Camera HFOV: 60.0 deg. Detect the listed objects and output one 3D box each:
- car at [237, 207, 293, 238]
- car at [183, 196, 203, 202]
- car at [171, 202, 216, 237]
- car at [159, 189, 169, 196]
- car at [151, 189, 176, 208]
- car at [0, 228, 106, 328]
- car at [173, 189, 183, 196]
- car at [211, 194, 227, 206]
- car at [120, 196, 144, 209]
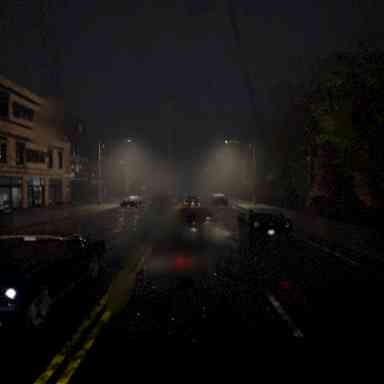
[{"bbox_3d":[3.350,1.390,16.272,1.895,1.301,4.718,0,1,0],"label":"car"},{"bbox_3d":[0.089,1.111,33.618,2.033,1.411,5.357,0,1,0],"label":"car"},{"bbox_3d":[0.100,1.384,16.698,1.895,1.301,4.718,0,1,0],"label":"car"},{"bbox_3d":[-6.505,0.116,77.935,1.812,1.442,4.674,0,1,0],"label":"car"},{"bbox_3d":[-3.330,0.731,37.877,2.150,2.045,5.566,0,0,0],"label":"car"},{"bbox_3d":[-3.308,1.510,6.927,1.895,1.301,4.718,0,1,0],"label":"car"},{"bbox_3d":[-3.255,0.126,78.353,2.033,1.411,5.357,0,1,0],"label":"car"},{"bbox_3d":[3.347,0.948,41.879,2.128,1.511,4.902,0,1,0],"label":"car"},{"bbox_3d":[-6.586,1.124,36.616,1.895,1.301,4.718,0,1,0],"label":"car"}]
